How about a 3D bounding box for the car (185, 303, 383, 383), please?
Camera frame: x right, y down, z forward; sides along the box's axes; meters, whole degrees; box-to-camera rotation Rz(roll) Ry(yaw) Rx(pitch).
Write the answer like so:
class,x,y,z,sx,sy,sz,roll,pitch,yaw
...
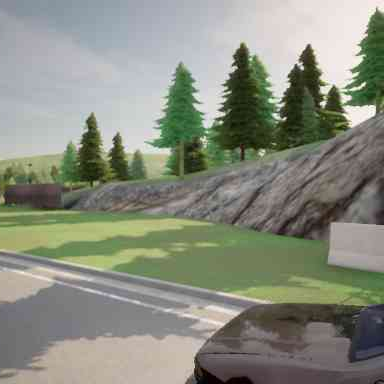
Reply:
class,x,y,z,sx,sy,sz,roll,pitch,yaw
car,2.598,1.547,2.476,5.357,1.411,2.033,0,0,32
